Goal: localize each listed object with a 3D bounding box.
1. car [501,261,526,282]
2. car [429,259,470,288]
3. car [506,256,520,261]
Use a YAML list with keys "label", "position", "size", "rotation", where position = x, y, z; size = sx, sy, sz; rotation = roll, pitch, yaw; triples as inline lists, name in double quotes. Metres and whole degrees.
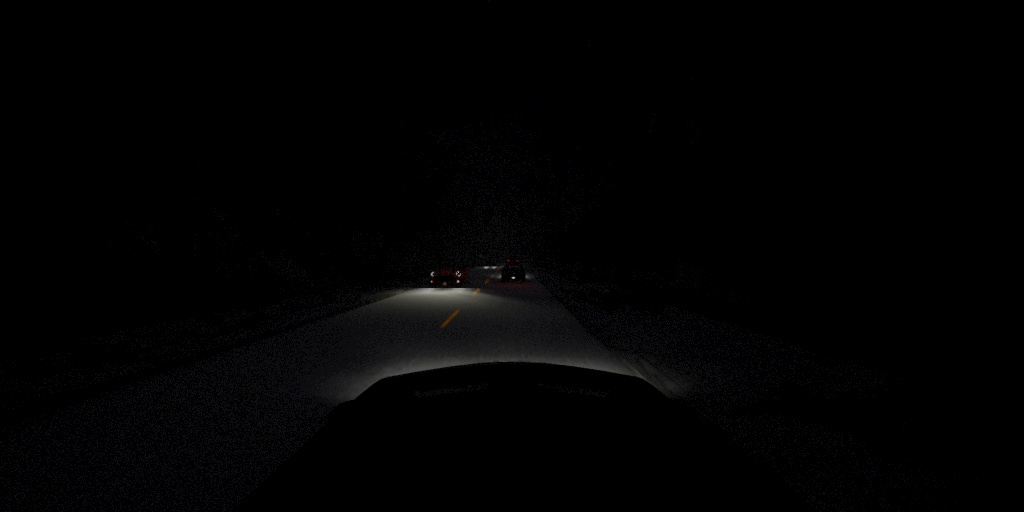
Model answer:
- label: "car"
  position: [0.113, 1.352, 29.225]
  size: [1.895, 1.301, 4.718]
  rotation: [0, 0, 0]
- label: "car"
  position: [-4.083, 1.101, 24.036]
  size: [2.097, 1.767, 4.553]
  rotation: [0, 0, 0]
- label: "car"
  position: [0.166, 0.974, 62.759]
  size: [2.150, 2.045, 5.566]
  rotation: [0, 0, 0]
